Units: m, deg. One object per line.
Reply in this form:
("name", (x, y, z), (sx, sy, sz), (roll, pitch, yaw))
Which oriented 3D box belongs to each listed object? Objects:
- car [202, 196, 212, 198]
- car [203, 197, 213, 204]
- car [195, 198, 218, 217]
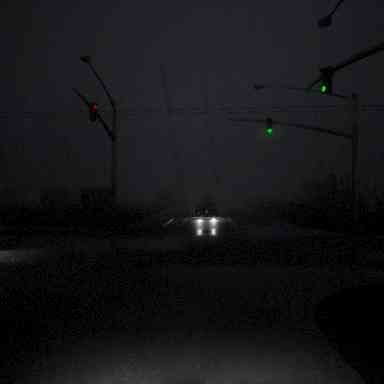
("car", (2.156, 1.315, 46.670), (2.097, 1.767, 4.553), (0, 0, 3))
("car", (3.091, 1.569, 63.753), (1.895, 1.301, 4.718), (0, 0, 3))
("car", (1.383, 1.527, 31.071), (1.994, 1.385, 4.181), (0, 0, 3))
